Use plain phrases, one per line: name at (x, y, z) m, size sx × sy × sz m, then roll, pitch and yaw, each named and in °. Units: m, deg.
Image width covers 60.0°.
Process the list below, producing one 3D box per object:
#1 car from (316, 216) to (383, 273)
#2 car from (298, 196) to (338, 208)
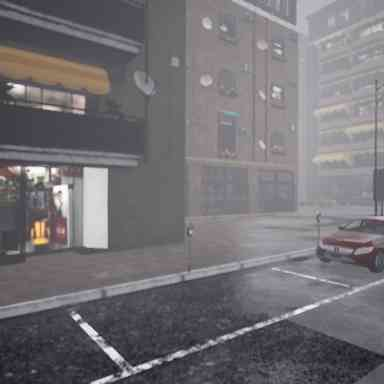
car at (5.545, 1.431, 10.106) m, size 4.206 × 1.307 × 1.802 m, roll -1°, pitch 2°, yaw -36°
car at (15.263, 1.154, 40.740) m, size 1.752 × 1.417 × 4.829 m, roll 0°, pitch 0°, yaw -36°
